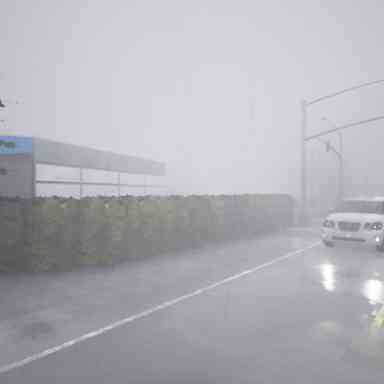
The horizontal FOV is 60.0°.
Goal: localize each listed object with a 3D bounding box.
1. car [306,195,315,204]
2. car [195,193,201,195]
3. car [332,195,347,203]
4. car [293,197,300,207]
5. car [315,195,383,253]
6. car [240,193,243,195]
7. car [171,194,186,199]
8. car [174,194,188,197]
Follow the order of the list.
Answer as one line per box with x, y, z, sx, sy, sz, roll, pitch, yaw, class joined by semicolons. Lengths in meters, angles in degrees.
22.009;1.384;61.231;1.970;1.475;3.806;0;0;38;car
1.722;1.153;86.119;2.152;1.636;5.027;0;0;38;car
28.923;1.374;65.249;1.845;1.501;3.633;0;0;38;car
12.918;1.339;44.716;2.007;1.523;4.514;0;0;38;car
7.331;1.221;14.199;2.150;2.045;5.566;0;0;38;car
11.810;1.077;78.250;1.905;1.878;3.866;0;0;38;car
-3.537;1.232;89.811;1.970;1.475;3.806;0;0;38;car
-2.061;1.298;66.121;2.007;1.523;4.514;0;0;38;car
